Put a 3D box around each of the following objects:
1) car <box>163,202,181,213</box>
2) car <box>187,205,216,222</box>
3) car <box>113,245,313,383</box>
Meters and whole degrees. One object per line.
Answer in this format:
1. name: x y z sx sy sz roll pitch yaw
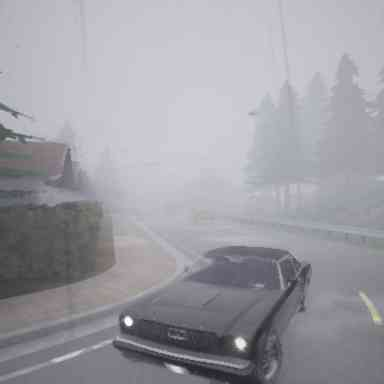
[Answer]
1. car: -2.899 2.233 47.844 1.837 1.490 4.892 -1 -2 -14
2. car: 0.862 2.037 32.700 1.882 1.535 5.008 0 -1 -14
3. car: 0.816 1.695 5.697 1.895 1.301 4.718 -1 -1 27
